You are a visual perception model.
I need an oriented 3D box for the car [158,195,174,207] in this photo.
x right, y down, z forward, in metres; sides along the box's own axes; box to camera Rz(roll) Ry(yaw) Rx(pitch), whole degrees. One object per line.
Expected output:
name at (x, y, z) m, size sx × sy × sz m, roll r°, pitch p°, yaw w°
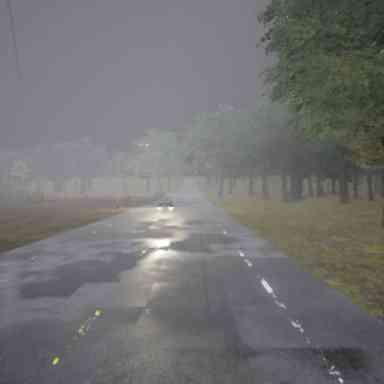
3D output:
car at (-3.512, 1.224, 45.258) m, size 1.837 × 1.490 × 4.892 m, roll 0°, pitch 0°, yaw 0°
